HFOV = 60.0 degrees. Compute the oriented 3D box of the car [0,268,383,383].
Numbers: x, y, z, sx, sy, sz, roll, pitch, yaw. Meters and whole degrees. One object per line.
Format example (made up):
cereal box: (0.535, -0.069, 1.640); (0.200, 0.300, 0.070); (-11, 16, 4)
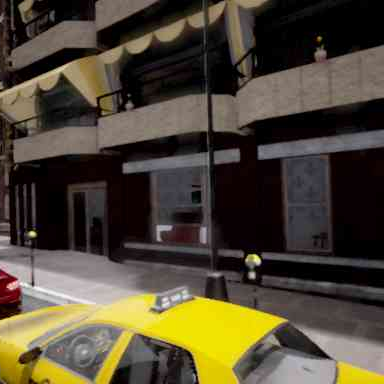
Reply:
car: (-0.388, 1.548, 3.023); (4.829, 1.417, 1.752); (-1, -2, 36)
